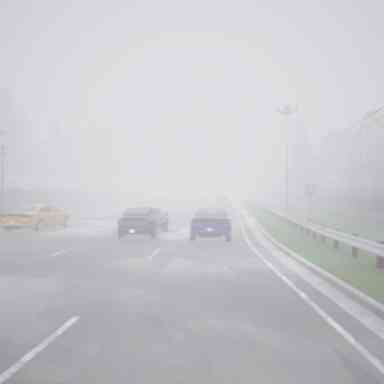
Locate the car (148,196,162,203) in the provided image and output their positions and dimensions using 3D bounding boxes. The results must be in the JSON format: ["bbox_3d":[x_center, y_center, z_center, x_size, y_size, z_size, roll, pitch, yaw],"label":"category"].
[{"bbox_3d":[-7.440,1.555,67.423,1.994,1.385,4.181,0,0,6],"label":"car"}]

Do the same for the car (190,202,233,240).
[{"bbox_3d":[1.048,1.480,16.991,1.882,1.535,5.008,0,0,6],"label":"car"}]

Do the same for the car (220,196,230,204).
[{"bbox_3d":[6.413,1.492,64.461,1.882,1.535,5.008,0,0,6],"label":"car"}]

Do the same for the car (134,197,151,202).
[{"bbox_3d":[-8.568,1.553,57.450,1.994,1.385,4.181,0,0,6],"label":"car"}]

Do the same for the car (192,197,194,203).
[{"bbox_3d":[-0.484,1.566,66.636,2.033,1.411,5.357,0,0,6],"label":"car"}]

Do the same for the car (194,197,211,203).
[{"bbox_3d":[1.869,1.532,56.303,1.812,1.442,4.674,0,0,6],"label":"car"}]

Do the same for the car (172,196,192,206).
[{"bbox_3d":[-1.609,1.564,56.696,1.994,1.385,4.181,0,0,6],"label":"car"}]

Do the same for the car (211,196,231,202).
[{"bbox_3d":[3.970,1.361,42.834,2.097,1.767,4.553,0,0,6],"label":"car"}]

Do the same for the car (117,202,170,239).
[{"bbox_3d":[-2.428,1.502,17.418,1.837,1.490,4.892,0,0,6],"label":"car"}]

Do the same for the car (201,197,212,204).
[{"bbox_3d":[2.997,1.621,66.273,1.895,1.301,4.718,0,0,6],"label":"car"}]

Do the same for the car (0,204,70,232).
[{"bbox_3d":[-9.179,1.463,20.014,1.882,1.535,5.008,0,0,6],"label":"car"}]

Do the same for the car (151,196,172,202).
[{"bbox_3d":[-5.133,1.499,56.676,1.837,1.490,4.892,0,0,6],"label":"car"}]
